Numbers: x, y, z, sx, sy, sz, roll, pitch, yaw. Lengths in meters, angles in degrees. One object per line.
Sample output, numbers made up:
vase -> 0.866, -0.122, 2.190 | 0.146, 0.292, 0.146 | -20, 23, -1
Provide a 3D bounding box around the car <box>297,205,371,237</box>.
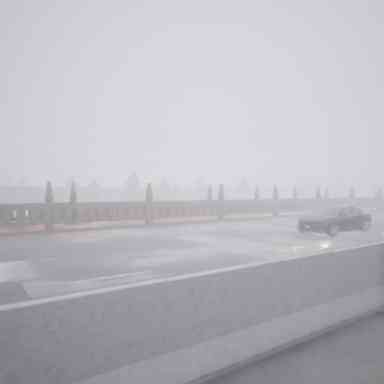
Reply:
car -> 7.835, 1.479, 18.179 | 5.008, 1.535, 1.882 | 0, 0, -35
